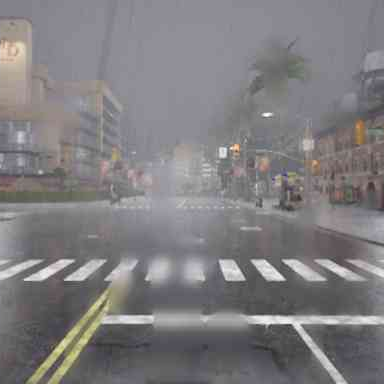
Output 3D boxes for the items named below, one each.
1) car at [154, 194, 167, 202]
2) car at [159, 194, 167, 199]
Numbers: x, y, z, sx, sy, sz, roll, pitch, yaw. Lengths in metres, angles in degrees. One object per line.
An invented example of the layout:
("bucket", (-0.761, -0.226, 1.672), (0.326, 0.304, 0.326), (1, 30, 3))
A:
("car", (-6.998, 1.366, 71.105), (1.895, 1.301, 4.718), (0, 0, 0))
("car", (-8.291, 1.247, 94.926), (1.994, 1.385, 4.181), (0, 0, -12))
